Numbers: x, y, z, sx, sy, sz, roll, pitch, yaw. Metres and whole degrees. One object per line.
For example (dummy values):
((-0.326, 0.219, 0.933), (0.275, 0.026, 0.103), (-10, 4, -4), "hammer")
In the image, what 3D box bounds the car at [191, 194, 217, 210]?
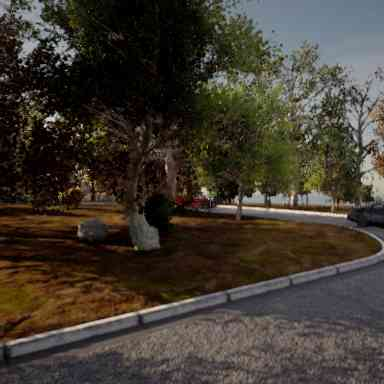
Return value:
((0.337, 0.901, 32.380), (1.882, 1.535, 5.008), (2, 0, -39), "car")

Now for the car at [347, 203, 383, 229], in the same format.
((10.153, 1.269, 16.455), (2.033, 1.411, 5.357), (1, 1, -15), "car")

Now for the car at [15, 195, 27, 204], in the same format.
((-19.253, 0.589, 33.456), (4.674, 1.442, 1.812), (1, -1, -38), "car")
